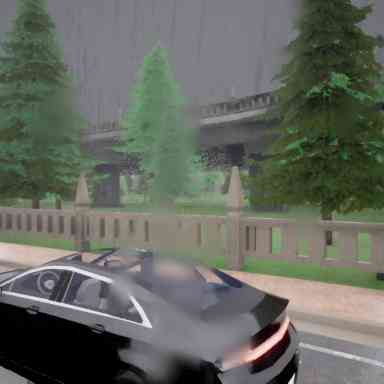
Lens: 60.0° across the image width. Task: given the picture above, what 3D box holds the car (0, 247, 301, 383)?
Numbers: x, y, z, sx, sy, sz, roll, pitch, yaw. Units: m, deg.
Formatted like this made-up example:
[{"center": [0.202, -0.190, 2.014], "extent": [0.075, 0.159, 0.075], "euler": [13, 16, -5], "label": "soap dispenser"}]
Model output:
[{"center": [-1.183, 1.492, 4.242], "extent": [4.902, 1.511, 2.128], "euler": [0, 0, 33], "label": "car"}]
